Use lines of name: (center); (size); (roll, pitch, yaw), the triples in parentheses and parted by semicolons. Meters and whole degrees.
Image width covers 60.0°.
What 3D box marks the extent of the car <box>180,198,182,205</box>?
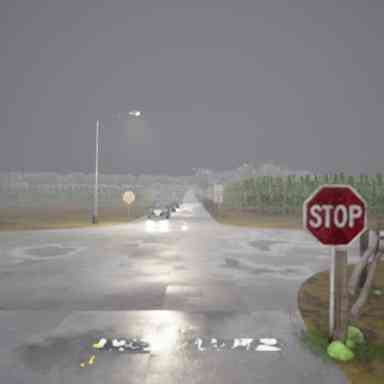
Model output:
car: (-2.852, 1.804, 50.073); (1.895, 1.301, 4.718); (0, 0, 0)

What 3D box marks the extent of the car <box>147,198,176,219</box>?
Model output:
car: (-2.862, 1.571, 30.177); (2.128, 1.511, 4.902); (0, 0, 0)

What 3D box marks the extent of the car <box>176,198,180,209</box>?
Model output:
car: (-2.859, 1.685, 40.021); (2.033, 1.411, 5.357); (0, 0, 0)
